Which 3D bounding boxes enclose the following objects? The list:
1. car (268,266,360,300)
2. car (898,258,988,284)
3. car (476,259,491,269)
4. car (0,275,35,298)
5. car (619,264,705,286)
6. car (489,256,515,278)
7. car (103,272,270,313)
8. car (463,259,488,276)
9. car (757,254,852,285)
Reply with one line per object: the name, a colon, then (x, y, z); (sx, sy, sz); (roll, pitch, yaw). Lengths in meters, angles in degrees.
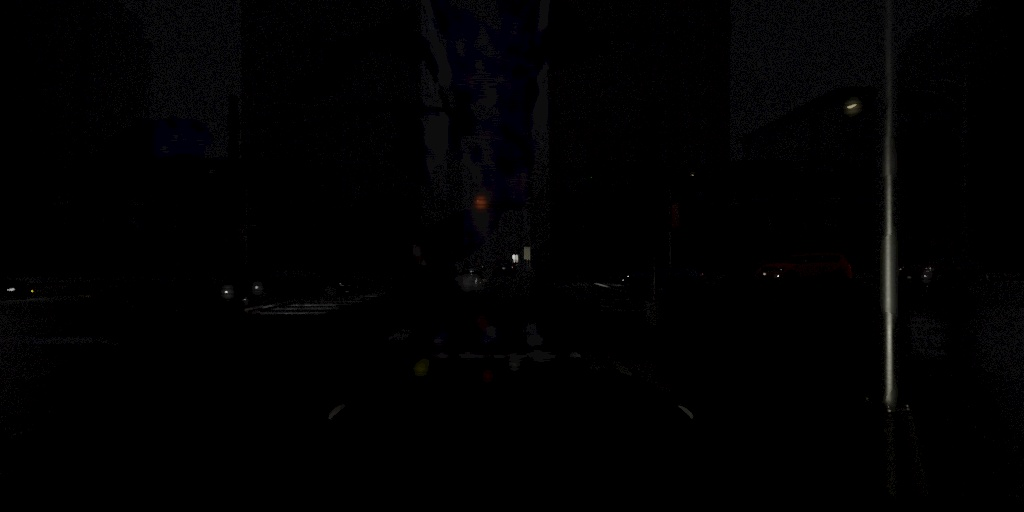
car: (-9.940, 1.255, 17.188); (5.008, 1.535, 1.882); (0, 0, -2)
car: (30.072, 0.979, 25.123); (4.553, 1.767, 2.097); (0, 0, -2)
car: (-4.542, 1.277, 58.289); (2.128, 1.511, 4.902); (0, 0, -1)
car: (-25.347, 1.402, 16.724); (4.181, 1.385, 1.994); (0, 0, -1)
car: (10.222, 1.241, 24.519); (5.357, 1.411, 2.033); (0, 0, -2)
car: (-0.749, 1.114, 34.175); (2.097, 1.767, 4.553); (0, 0, 0)
car: (-12.353, 1.389, 13.722); (4.718, 1.301, 1.895); (0, 0, 2)
car: (-3.982, 1.257, 37.515); (2.128, 1.511, 4.902); (0, 0, -2)
car: (20.180, 0.881, 24.826); (5.566, 2.045, 2.150); (0, 0, -2)
